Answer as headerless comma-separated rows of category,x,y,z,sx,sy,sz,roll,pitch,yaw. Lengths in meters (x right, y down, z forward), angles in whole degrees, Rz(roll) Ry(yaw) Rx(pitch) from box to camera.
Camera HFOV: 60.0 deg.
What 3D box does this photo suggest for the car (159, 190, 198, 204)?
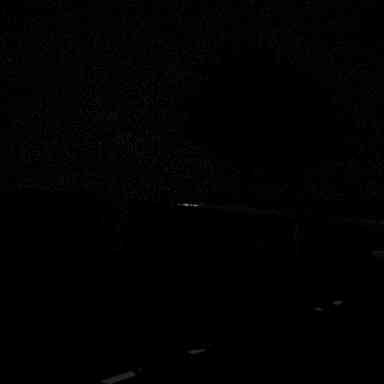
car,-1.598,0.481,36.485,2.033,1.411,5.357,4,0,-35
